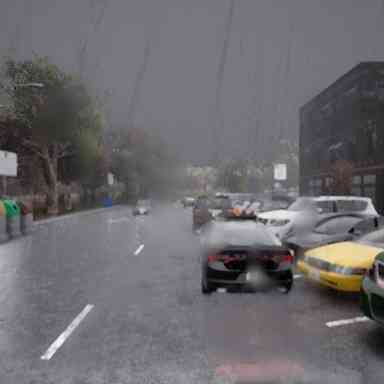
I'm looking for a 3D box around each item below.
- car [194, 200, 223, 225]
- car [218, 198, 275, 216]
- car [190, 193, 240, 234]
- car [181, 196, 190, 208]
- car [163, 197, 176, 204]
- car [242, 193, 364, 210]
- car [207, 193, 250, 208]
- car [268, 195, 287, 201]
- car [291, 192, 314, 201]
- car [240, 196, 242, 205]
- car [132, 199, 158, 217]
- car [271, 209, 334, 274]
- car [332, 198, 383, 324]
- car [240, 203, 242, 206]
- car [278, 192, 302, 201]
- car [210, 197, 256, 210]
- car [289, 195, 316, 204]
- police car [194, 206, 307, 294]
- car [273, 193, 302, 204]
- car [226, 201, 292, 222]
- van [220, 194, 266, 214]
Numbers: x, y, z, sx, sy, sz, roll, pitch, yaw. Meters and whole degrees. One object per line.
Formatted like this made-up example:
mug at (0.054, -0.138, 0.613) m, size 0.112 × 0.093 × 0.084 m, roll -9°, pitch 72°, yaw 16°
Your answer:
car at (1.101, 1.427, 24.782) m, size 1.882 × 1.535 × 5.008 m, roll 0°, pitch 0°, yaw 0°
car at (5.238, 1.429, 32.121) m, size 5.008 × 1.535 × 2.097 m, roll 1°, pitch 0°, yaw -20°
car at (1.119, 1.181, 18.811) m, size 2.150 × 2.045 × 5.566 m, roll 0°, pitch 0°, yaw 0°
car at (-0.203, 1.460, 46.322) m, size 1.812 × 1.442 × 4.674 m, roll 0°, pitch 0°, yaw 0°
car at (-4.085, 1.530, 59.771) m, size 1.895 × 1.301 × 4.718 m, roll 0°, pitch 0°, yaw 4°
car at (5.269, 1.197, 14.085) m, size 5.566 × 2.045 × 2.435 m, roll 1°, pitch 0°, yaw -20°
car at (5.187, 1.169, 47.158) m, size 5.566 × 2.045 × 2.435 m, roll 1°, pitch 0°, yaw -20°
car at (20.594, 1.446, 80.285) m, size 2.163 × 1.488 × 4.792 m, roll 0°, pitch -1°, yaw -22°
car at (26.676, 1.168, 80.432) m, size 2.435 × 2.045 × 5.566 m, roll 1°, pitch -1°, yaw -22°
car at (5.249, 1.313, 20.099) m, size 4.553 × 1.767 × 2.185 m, roll 1°, pitch 0°, yaw -20°
car at (-4.255, 1.435, 30.630) m, size 2.128 × 1.511 × 4.902 m, roll 0°, pitch 0°, yaw 0°
car at (5.269, 1.485, 11.084) m, size 4.792 × 1.488 × 2.163 m, roll 1°, pitch 0°, yaw -20°
car at (5.299, 1.219, 5.068) m, size 5.566 × 2.045 × 2.435 m, roll 1°, pitch 1°, yaw -20°
car at (5.261, 1.473, 17.085) m, size 4.792 × 1.488 × 2.163 m, roll 1°, pitch 0°, yaw -20°
car at (23.616, 1.167, 80.381) m, size 2.435 × 2.045 × 5.566 m, roll 0°, pitch -1°, yaw -22°
car at (5.027, 1.418, 41.064) m, size 5.366 × 1.575 × 1.946 m, roll 1°, pitch 0°, yaw -20°
car at (20.991, 1.451, 63.341) m, size 2.163 × 1.488 × 4.792 m, roll -1°, pitch 1°, yaw -22°
police car at (1.145, 1.400, 8.891) m, size 1.930 × 1.638 × 5.238 m, roll 0°, pitch 0°, yaw 0°
car at (18.077, 1.169, 63.212) m, size 2.435 × 2.045 × 5.566 m, roll 0°, pitch 1°, yaw -22°
car at (5.266, 1.473, 26.109) m, size 4.674 × 1.452 × 2.002 m, roll 1°, pitch 0°, yaw -20°
van at (5.344, 1.203, 35.166) m, size 4.442 × 1.987 × 1.878 m, roll 1°, pitch 0°, yaw -20°
